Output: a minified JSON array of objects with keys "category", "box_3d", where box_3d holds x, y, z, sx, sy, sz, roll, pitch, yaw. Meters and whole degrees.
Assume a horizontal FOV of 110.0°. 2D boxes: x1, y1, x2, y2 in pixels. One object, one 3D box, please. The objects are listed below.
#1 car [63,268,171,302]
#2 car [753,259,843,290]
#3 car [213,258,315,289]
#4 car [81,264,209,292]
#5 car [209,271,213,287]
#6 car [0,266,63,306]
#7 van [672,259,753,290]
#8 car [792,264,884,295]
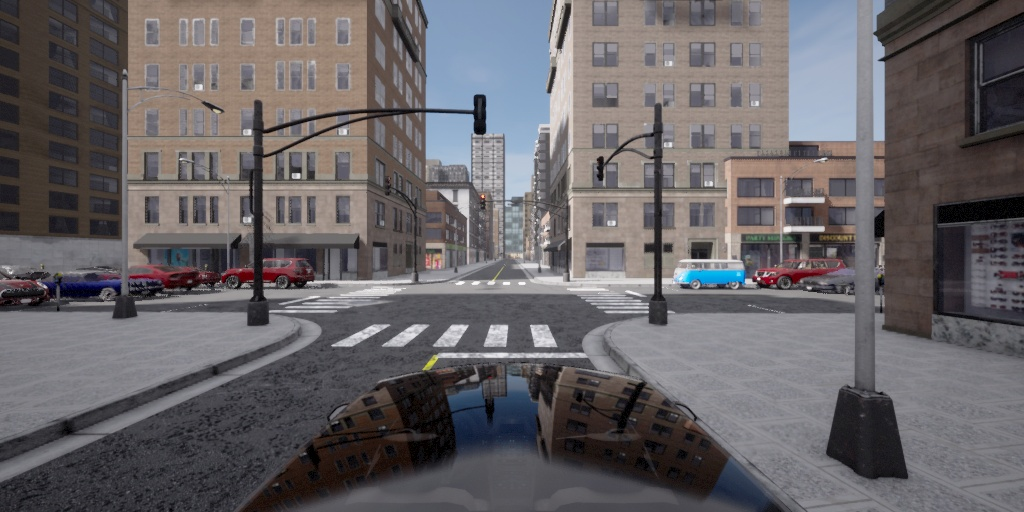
[{"category":"car","box_3d":[-18.794,1.341,16.213,4.718,1.301,1.895,0,0,0]},{"category":"car","box_3d":[17.631,1.085,21.952,5.009,1.841,2.192,0,0,0]},{"category":"car","box_3d":[-14.913,1.058,22.134,5.009,1.841,2.192,0,0,0]},{"category":"car","box_3d":[-19.675,1.217,19.251,5.008,1.535,1.882,0,0,2]},{"category":"car","box_3d":[-20.436,1.320,22.166,4.207,1.307,1.802,0,0,0]},{"category":"car","box_3d":[-20.459,1.179,13.639,4.097,1.591,1.967,0,0,0]},{"category":"van","box_3d":[12.034,1.107,21.983,3.998,1.789,1.690,0,0,0]},{"category":"car","box_3d":[18.586,1.319,19.187,5.357,1.411,2.033,0,0,0]}]
